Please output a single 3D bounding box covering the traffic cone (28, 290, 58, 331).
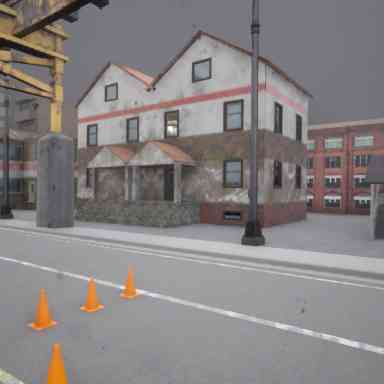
[{"bbox_3d":[-2.512,1.951,5.602,0.340,0.580,0.340,0,0,36],"label":"traffic cone"}]

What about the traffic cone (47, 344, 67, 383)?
[{"bbox_3d":[-1.474,1.953,3.622,0.340,0.580,0.340,0,0,36],"label":"traffic cone"}]

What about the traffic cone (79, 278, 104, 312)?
[{"bbox_3d":[-1.927,1.951,6.414,0.340,0.580,0.340,0,0,36],"label":"traffic cone"}]

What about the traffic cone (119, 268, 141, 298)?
[{"bbox_3d":[-1.342,1.951,7.225,0.340,0.580,0.340,0,0,36],"label":"traffic cone"}]
